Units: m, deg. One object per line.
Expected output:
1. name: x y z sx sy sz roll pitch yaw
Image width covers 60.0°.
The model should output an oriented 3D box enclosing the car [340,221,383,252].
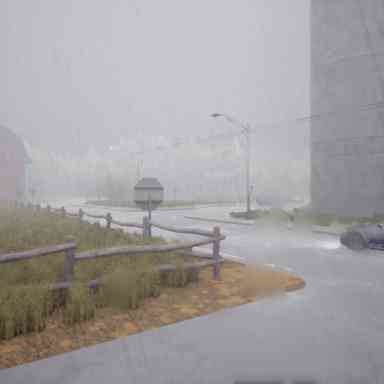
1. car: 7.679 1.561 12.073 1.994 1.385 4.181 0 0 -36

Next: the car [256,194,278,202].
1. car: 16.494 1.301 73.110 1.932 1.855 4.605 0 0 -36

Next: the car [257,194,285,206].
1. car: 12.965 1.473 54.145 2.242 1.667 4.611 0 0 -36
